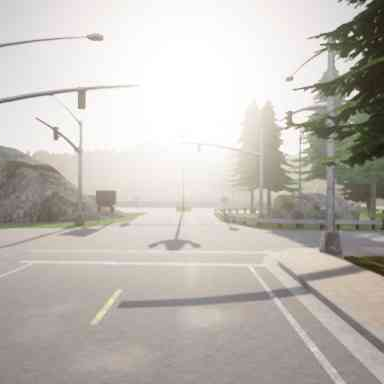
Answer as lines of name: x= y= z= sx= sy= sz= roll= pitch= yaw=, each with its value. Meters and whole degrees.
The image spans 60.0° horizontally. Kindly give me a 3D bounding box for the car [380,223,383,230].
car: x=15.045 y=2.046 z=21.190 sx=5.357 sy=1.411 sz=2.033 roll=0 pitch=-1 yaw=-2
